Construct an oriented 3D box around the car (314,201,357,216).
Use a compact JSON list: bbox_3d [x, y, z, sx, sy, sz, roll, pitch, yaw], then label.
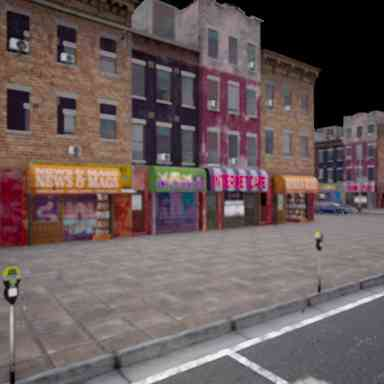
[{"bbox_3d":[13.535,1.581,32.277,1.812,1.442,4.674,0,0,-36],"label":"car"}]
